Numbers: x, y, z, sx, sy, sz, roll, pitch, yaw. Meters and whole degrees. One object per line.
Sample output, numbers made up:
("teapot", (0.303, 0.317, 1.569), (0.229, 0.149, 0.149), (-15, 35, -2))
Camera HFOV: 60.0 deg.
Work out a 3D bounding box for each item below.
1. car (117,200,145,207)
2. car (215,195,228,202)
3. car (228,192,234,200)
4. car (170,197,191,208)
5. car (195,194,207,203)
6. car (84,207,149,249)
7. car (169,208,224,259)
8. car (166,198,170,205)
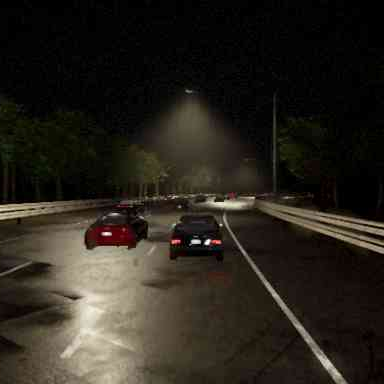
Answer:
("car", (-5.773, 1.482, 31.729), (2.128, 1.511, 4.902), (0, 0, 4))
("car", (6.008, 1.521, 72.004), (1.994, 1.385, 4.181), (0, 0, 10))
("car", (9.652, 1.484, 91.265), (1.994, 1.385, 4.181), (0, 0, 12))
("car", (-1.263, 1.503, 43.097), (1.837, 1.490, 4.892), (0, 0, 6))
("car", (1.921, 1.342, 68.071), (2.097, 1.767, 4.553), (0, 0, 9))
("car", (-3.146, 1.558, 14.584), (1.994, 1.385, 4.181), (0, 0, 2))
("car", (0.200, 1.549, 12.521), (2.033, 1.411, 5.357), (0, 0, 2))
("car", (-3.202, 1.590, 57.906), (1.895, 1.301, 4.718), (0, 0, 8))
